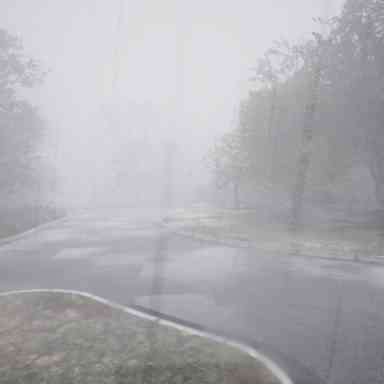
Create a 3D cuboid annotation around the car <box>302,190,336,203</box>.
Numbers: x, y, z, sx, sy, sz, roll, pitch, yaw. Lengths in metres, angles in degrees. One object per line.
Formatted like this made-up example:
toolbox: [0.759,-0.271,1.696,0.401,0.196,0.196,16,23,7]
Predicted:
car: [16.668,0.618,44.476,4.553,1.767,2.097,-1,1,8]
